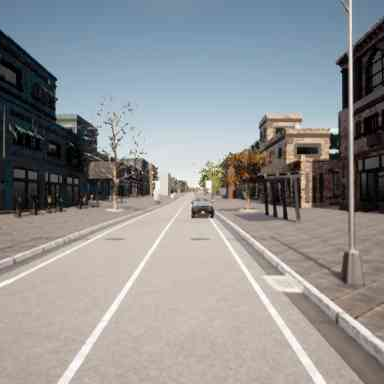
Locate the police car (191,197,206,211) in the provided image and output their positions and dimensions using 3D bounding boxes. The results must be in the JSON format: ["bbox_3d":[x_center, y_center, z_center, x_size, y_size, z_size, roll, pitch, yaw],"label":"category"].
[{"bbox_3d":[0.899,1.596,45.504,1.930,1.638,5.238,0,0,0],"label":"police car"}]

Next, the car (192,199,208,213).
[{"bbox_3d":[0.900,1.632,39.394,1.812,1.442,4.674,0,0,0],"label":"car"}]

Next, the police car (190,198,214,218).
[{"bbox_3d":[0.899,1.440,29.505,1.930,1.638,5.238,0,0,0],"label":"police car"}]
